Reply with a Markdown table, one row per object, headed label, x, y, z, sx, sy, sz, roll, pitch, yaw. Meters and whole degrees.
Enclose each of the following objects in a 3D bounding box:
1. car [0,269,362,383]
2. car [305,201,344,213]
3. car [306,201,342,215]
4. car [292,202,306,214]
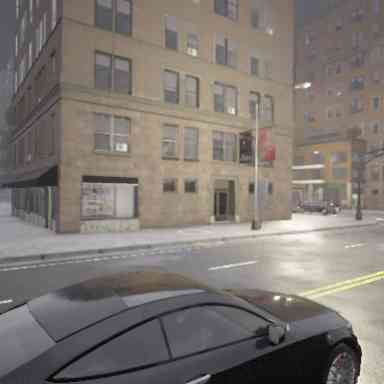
| label | x | y | z | sx | sy | sz | roll | pitch | yaw |
| --- | --- | --- | --- | --- | --- | --- | --- | --- | --- |
| car | -0.241 | 1.539 | 3.264 | 4.674 | 1.442 | 1.812 | 0 | 0 | -35 |
| car | 17.037 | 1.915 | 42.865 | 1.947 | 1.339 | 4.313 | 1 | -1 | -35 |
| car | 14.120 | 1.772 | 37.478 | 2.128 | 1.511 | 4.902 | 1 | 0 | -35 |
| car | 10.479 | 1.688 | 38.244 | 1.967 | 1.590 | 4.097 | 1 | -1 | -35 |
